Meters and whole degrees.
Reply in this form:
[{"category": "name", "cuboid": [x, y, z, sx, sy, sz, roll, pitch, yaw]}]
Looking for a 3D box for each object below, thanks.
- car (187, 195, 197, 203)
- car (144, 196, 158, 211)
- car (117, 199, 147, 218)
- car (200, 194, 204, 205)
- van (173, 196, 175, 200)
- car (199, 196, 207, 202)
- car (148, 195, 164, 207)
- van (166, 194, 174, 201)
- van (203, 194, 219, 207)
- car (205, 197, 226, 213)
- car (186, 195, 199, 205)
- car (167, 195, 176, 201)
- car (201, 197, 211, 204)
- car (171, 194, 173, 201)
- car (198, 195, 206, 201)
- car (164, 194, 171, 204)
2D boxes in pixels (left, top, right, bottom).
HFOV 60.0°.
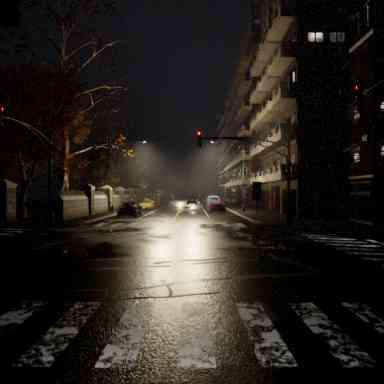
[{"category": "car", "cuboid": [0.000, 1.444, 69.961, 1.837, 1.490, 4.892, 0, 0, 0]}, {"category": "car", "cuboid": [-5.688, 1.550, 41.917, 1.752, 1.417, 4.829, 0, 0, 0]}, {"category": "car", "cuboid": [-5.688, 1.580, 30.825, 1.947, 1.339, 4.313, 0, 0, 0]}, {"category": "car", "cuboid": [2.692, 1.480, 53.347, 1.967, 1.590, 4.097, 0, 0, 0]}, {"category": "van", "cuboid": [-5.690, 1.432, 81.498, 1.690, 1.788, 3.998, 0, 0, 0]}, {"category": "car", "cuboid": [2.690, 1.635, 81.497, 1.887, 1.381, 4.507, 0, 0, 0]}, {"category": "car", "cuboid": [-5.688, 1.347, 47.717, 2.192, 1.841, 5.009, 0, 0, 0]}, {"category": "van", "cuboid": [-5.690, 1.445, 87.127, 1.690, 1.788, 3.998, 0, 0, 0]}, {"category": "van", "cuboid": [2.693, 1.366, 42.087, 1.690, 1.788, 3.998, 0, 0, 0]}, {"category": "car", "cuboid": [2.692, 1.564, 36.456, 1.887, 1.381, 4.507, 0, 0, 0]}, {"category": "car", "cuboid": [-0.001, 1.597, 59.542, 2.033, 1.411, 5.357, 0, 0, 0]}, {"category": "car", "cuboid": [-5.690, 1.669, 92.757, 2.008, 1.369, 4.403, 0, 0, 0]}, {"category": "car", "cuboid": [2.691, 1.602, 64.607, 1.887, 1.381, 4.507, 0, 0, 0]}, {"category": "car", "cuboid": [-5.689, 1.508, 70.237, 1.967, 1.590, 4.097, 0, 0, 0]}, {"category": "car", "cuboid": [2.690, 1.544, 87.127, 1.967, 1.590, 4.097, 0, 0, 0]}, {"category": "car", "cuboid": [-5.689, 1.498, 64.608, 1.967, 1.590, 4.097, 0, 0, 0]}]
